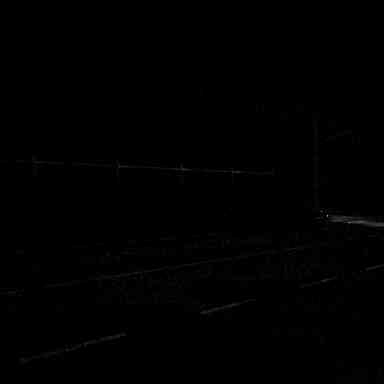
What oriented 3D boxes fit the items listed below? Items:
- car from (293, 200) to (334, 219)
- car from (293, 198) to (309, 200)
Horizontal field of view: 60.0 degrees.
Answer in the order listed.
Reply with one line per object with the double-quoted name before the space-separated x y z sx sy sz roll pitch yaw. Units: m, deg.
"car" 9.959 1.656 29.300 1.895 1.301 4.718 0 0 -34
"car" 11.209 1.409 33.631 2.097 1.767 4.553 0 0 -36
